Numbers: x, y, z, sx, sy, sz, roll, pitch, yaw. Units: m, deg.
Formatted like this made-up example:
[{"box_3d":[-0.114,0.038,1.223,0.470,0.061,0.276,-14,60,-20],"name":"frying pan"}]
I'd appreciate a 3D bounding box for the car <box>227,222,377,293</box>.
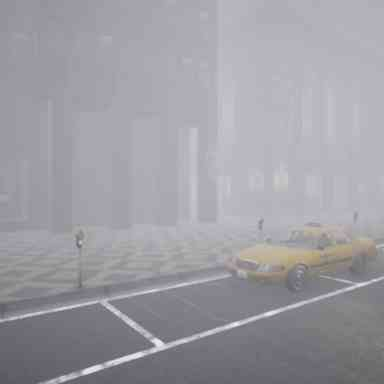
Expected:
[{"box_3d":[3.085,1.512,8.848,4.829,1.417,1.752,0,0,-35],"name":"car"}]
